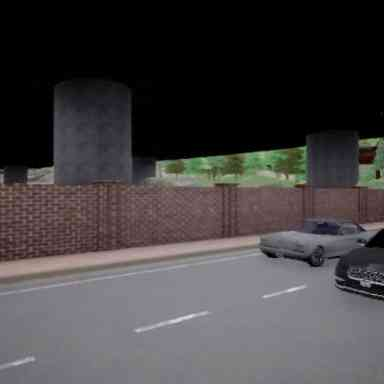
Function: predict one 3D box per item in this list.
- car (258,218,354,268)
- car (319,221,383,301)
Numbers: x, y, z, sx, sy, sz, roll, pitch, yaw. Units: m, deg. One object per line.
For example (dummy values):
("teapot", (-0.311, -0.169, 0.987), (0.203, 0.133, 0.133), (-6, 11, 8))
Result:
("car", (4.482, 1.610, 11.421), (4.718, 1.301, 1.895), (0, 0, -35))
("car", (5.286, 1.513, 7.747), (4.892, 1.490, 1.837), (0, 0, -35))
